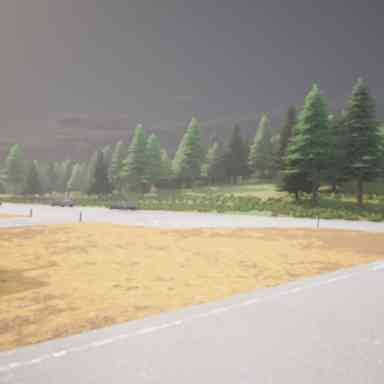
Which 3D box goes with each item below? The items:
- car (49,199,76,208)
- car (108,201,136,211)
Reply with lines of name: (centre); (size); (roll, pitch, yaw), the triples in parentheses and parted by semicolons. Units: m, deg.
car: (-21.443, 1.809, 55.052); (5.357, 1.411, 2.033); (0, -1, 37)
car: (-9.842, 1.871, 46.319); (4.181, 1.385, 1.994); (0, -1, 37)
